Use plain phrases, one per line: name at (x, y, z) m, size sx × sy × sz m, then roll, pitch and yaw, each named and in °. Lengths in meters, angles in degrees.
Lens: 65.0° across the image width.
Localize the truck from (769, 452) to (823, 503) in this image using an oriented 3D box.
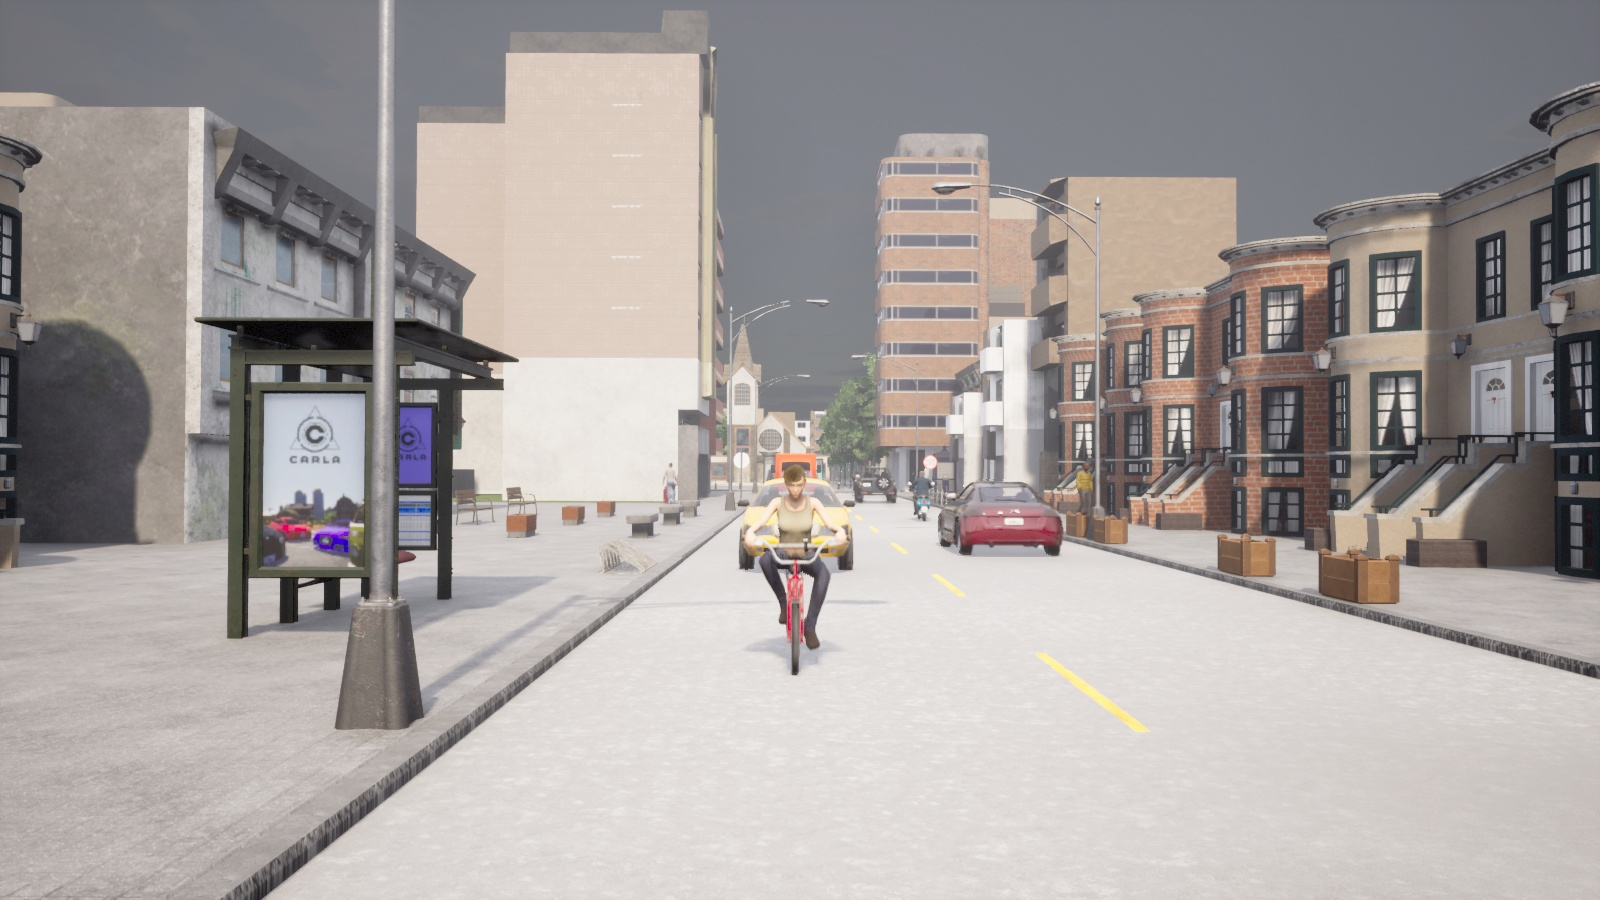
truck at (-0.203, 1.397, 63.807) m, size 2.627 × 2.467 × 5.204 m, roll 0°, pitch -1°, yaw 0°

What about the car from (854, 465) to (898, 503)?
car at (3.798, 1.681, 63.573) m, size 1.932 × 1.855 × 4.605 m, roll 0°, pitch -1°, yaw 0°

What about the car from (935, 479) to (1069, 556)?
car at (3.939, 1.284, 25.140) m, size 1.994 × 1.385 × 4.181 m, roll 0°, pitch -1°, yaw 0°

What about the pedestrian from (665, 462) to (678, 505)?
pedestrian at (-5.566, 1.458, 54.430) m, size 0.354 × 1.836 × 0.706 m, roll 0°, pitch -1°, yaw 9°

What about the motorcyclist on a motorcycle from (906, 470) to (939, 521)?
motorcyclist on a motorcycle at (3.896, 1.424, 40.109) m, size 0.866 × 1.590 × 1.817 m, roll 0°, pitch -1°, yaw 0°

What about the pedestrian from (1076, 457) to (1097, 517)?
pedestrian at (8.853, 1.139, 38.823) m, size 0.370 × 1.835 × 0.726 m, roll 0°, pitch -1°, yaw -10°

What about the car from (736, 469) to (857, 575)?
car at (-0.053, 1.113, 21.449) m, size 1.801 × 1.575 × 5.366 m, roll 0°, pitch -1°, yaw 0°

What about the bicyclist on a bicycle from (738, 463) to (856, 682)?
bicyclist on a bicycle at (-0.030, 0.920, 10.056) m, size 0.866 × 1.612 × 1.509 m, roll 0°, pitch -1°, yaw 0°
